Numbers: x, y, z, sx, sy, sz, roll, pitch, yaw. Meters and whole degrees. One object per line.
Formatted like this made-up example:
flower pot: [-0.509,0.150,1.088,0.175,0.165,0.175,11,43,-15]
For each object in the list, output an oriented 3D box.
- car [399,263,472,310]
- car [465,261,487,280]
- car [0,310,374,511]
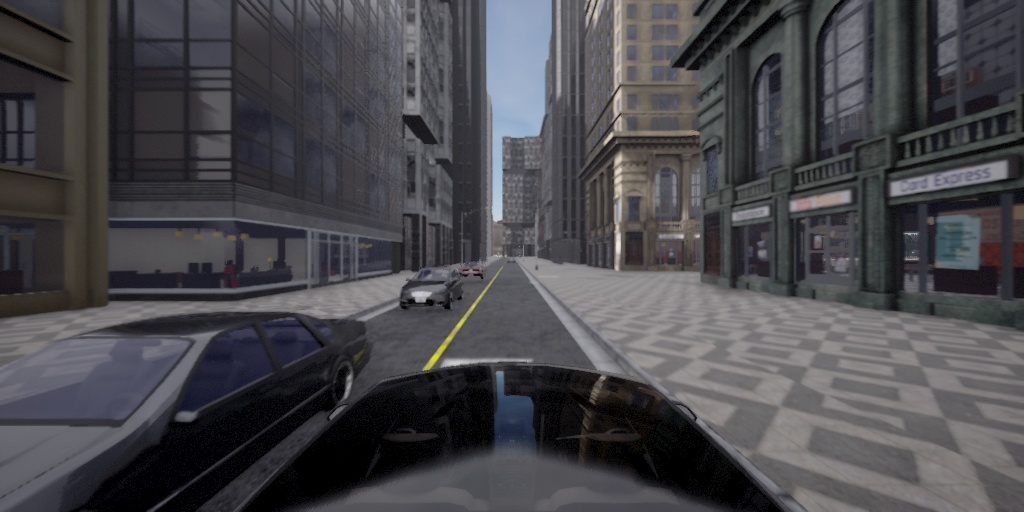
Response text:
car: [-3.104,1.227,14.683,2.128,1.511,4.902,0,0,0]
car: [-3.044,1.107,28.685,1.895,1.301,4.718,0,0,0]
car: [-3.103,1.301,3.391,2.033,1.411,5.357,0,0,0]
